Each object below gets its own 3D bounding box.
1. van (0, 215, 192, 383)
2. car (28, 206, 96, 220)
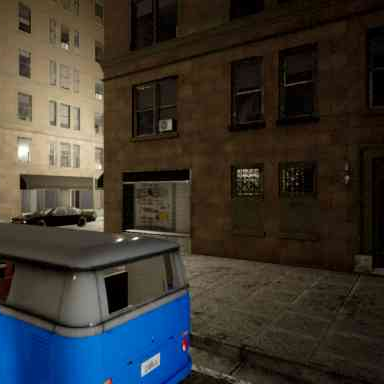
[{"bbox_3d":[-1.925,1.341,4.060,3.998,1.788,1.690,0,0,33],"label":"van"},{"bbox_3d":[-8.745,1.626,21.474,2.033,1.411,5.357,0,0,33],"label":"car"}]
